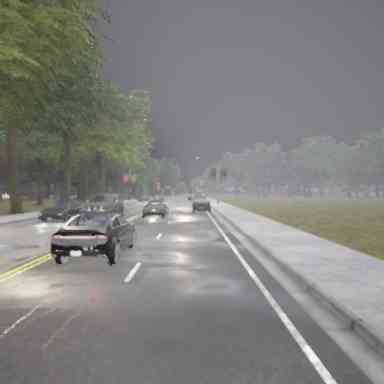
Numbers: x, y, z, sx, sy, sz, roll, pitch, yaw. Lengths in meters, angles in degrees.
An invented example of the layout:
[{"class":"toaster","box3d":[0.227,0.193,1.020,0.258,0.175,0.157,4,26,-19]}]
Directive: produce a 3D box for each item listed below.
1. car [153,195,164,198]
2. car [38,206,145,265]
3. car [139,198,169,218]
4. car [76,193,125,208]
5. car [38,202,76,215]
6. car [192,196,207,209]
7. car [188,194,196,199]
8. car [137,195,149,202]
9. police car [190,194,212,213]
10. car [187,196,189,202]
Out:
[{"class":"car","box3d":[-6.516,1.307,64.919,2.128,1.511,4.902,0,0,0]},{"class":"car","box3d":[-3.150,1.445,11.455,2.128,1.511,4.902,0,0,0]},{"class":"car","box3d":[-3.149,1.457,29.258,1.994,1.385,4.181,0,0,0]},{"class":"car","box3d":[-6.598,1.130,25.335,2.150,2.045,5.566,0,0,0]},{"class":"car","box3d":[-9.849,1.452,25.618,2.033,1.411,5.357,0,0,0]},{"class":"car","box3d":[0.976,1.324,44.448,1.882,1.535,5.008,0,0,0]},{"class":"car","box3d":[0.002,1.223,87.201,1.994,1.385,4.181,0,0,0]},{"class":"car","box3d":[-9.751,1.341,66.643,2.033,1.411,5.357,0,0,0]},{"class":"police car","box3d":[0.975,1.301,34.557,1.930,1.638,5.238,0,0,0]},{"class":"car","box3d":[0.002,1.261,67.805,1.882,1.535,5.008,0,0,0]}]
